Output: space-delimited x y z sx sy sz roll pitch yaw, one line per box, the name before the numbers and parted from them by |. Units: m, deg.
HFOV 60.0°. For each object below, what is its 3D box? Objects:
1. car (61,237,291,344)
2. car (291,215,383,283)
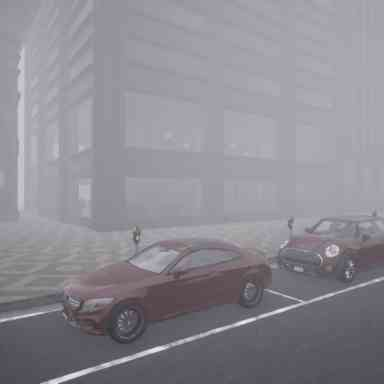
car | -0.250 1.582 6.354 4.206 1.307 1.802 0 0 -35
car | 4.342 1.440 9.629 4.097 1.590 1.967 0 0 -36
